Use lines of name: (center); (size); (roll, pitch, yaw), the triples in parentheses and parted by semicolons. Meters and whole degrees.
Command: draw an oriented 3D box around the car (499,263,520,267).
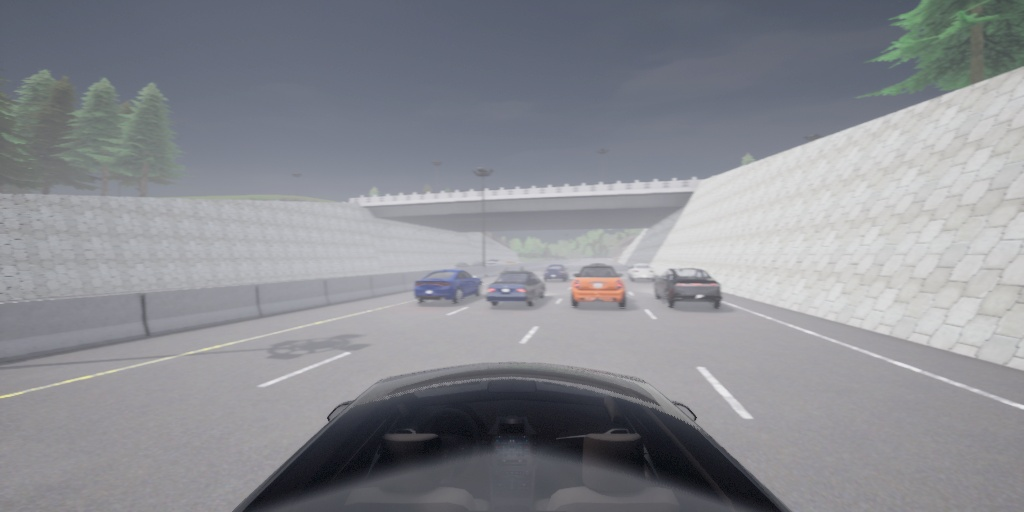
car: (0.425, 1.569, 31.933); (1.895, 1.301, 4.718); (-1, 0, 13)

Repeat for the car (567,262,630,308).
car: (3.759, 1.155, 15.699); (2.097, 1.767, 4.553); (-1, -1, 13)

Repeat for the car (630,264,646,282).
car: (10.707, 1.344, 29.781); (1.812, 1.442, 4.674); (-1, 0, 14)

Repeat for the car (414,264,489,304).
car: (-2.955, 1.385, 17.699); (1.882, 1.535, 5.008); (-1, 0, 14)

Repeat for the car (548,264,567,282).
car: (3.898, 1.445, 31.398); (1.812, 1.442, 4.674); (-1, 0, 14)

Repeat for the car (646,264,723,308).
car: (7.216, 1.248, 15.092); (2.128, 1.511, 4.902); (-1, 0, 13)

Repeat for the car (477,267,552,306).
car: (0.334, 1.402, 16.417); (2.033, 1.411, 5.357); (-1, 0, 13)
